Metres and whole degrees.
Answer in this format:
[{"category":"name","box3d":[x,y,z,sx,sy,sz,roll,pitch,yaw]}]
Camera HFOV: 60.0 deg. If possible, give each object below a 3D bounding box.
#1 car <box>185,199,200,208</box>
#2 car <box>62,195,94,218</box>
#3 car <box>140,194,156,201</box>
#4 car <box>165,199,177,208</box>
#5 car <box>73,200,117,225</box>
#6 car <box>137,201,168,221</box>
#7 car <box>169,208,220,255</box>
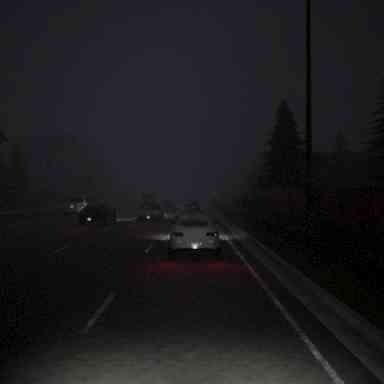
[{"category":"car","box3d":[0.089,1.635,43.515,2.128,1.511,4.902,0,0,0]},{"category":"car","box3d":[-10.407,1.325,31.524,2.150,2.045,5.566,0,0,0]},{"category":"car","box3d":[-6.913,1.396,52.442,2.150,2.045,5.566,0,0,0]},{"category":"car","box3d":[-3.412,1.774,52.424,1.895,1.301,4.718,0,0,0]},{"category":"car","box3d":[-6.906,1.586,24.771,1.837,1.490,4.892,0,0,0]},{"category":"car","box3d":[-3.408,1.694,28.223,1.895,1.301,4.718,0,0,0]},{"category":"car","box3d":[0.097,1.570,13.369,1.812,1.442,4.674,0,0,0]}]
